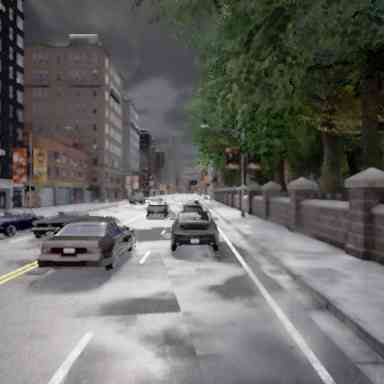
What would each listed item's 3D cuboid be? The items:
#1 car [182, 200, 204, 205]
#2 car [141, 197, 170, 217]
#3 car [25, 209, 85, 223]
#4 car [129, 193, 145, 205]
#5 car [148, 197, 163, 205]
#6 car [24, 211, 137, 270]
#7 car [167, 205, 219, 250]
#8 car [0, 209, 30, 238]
[{"bbox_3d":[0.109,1.530,31.508,1.837,1.490,4.892,0,0,0],"label":"car"},{"bbox_3d":[-3.140,1.517,31.468,2.128,1.511,4.902,0,0,0],"label":"car"},{"bbox_3d":[-6.595,1.612,17.623,1.895,1.301,4.718,0,0,0],"label":"car"},{"bbox_3d":[-9.761,1.277,59.682,2.150,2.045,5.566,0,0,1],"label":"car"},{"bbox_3d":[-6.507,1.603,59.948,2.033,1.411,5.357,0,0,1],"label":"car"},{"bbox_3d":[-3.147,1.553,11.028,2.033,1.411,5.357,0,0,0],"label":"car"},{"bbox_3d":[0.104,1.513,14.368,1.837,1.490,4.892,0,0,0],"label":"car"},{"bbox_3d":[-9.844,1.612,18.028,1.895,1.301,4.718,0,0,0],"label":"car"}]
